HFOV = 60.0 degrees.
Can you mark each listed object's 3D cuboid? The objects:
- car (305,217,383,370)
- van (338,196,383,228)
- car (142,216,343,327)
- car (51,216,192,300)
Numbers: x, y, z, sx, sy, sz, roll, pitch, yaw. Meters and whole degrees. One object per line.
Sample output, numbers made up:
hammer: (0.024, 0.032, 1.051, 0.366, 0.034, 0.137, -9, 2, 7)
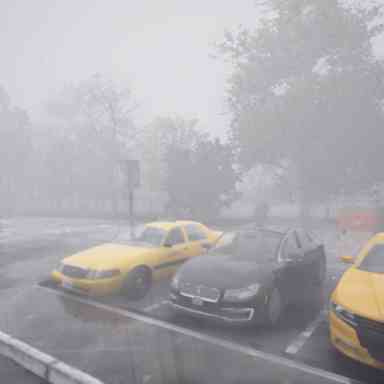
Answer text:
car: (3.753, 1.466, 5.600, 2.097, 1.535, 5.008, 1, 0, 36)
van: (9.245, 1.228, 17.887, 1.878, 1.987, 4.442, 0, 0, 36)
car: (1.496, 1.455, 7.210, 2.231, 1.521, 4.892, 0, 0, 36)
car: (-0.868, 1.447, 8.663, 1.946, 1.575, 5.366, 0, 0, 36)
